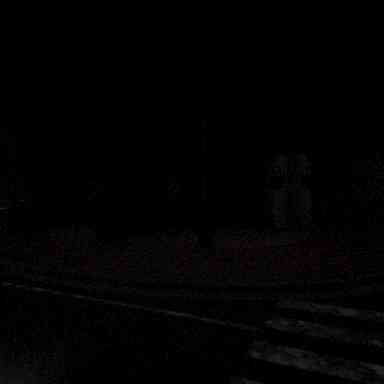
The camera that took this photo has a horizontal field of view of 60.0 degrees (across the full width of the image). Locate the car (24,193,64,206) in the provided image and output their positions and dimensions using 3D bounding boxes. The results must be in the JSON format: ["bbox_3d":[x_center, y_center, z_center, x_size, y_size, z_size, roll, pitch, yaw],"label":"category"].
[{"bbox_3d":[-20.423,1.027,46.141,1.882,1.535,5.008,0,1,26],"label":"car"}]

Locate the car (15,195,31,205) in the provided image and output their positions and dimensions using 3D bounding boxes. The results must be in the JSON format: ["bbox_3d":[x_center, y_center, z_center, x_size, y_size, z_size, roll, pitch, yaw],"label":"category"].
[{"bbox_3d":[-19.237,1.089,41.015,1.882,1.535,5.008,0,1,26],"label":"car"}]
